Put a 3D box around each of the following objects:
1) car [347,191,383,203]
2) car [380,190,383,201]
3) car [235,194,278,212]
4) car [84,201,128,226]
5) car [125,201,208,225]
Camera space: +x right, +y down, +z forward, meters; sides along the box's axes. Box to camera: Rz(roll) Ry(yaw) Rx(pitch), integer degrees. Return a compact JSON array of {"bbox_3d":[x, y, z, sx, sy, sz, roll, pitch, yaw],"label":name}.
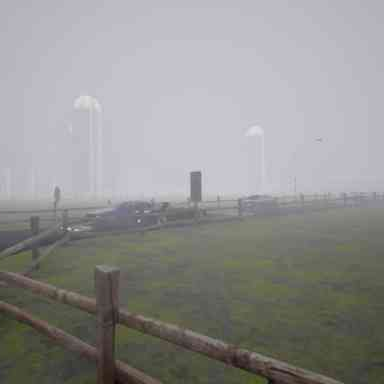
[{"bbox_3d":[21.155,0.625,40.100,5.357,1.411,2.033,-1,0,-42],"label":"car"},{"bbox_3d":[28.412,0.400,46.795,4.892,1.490,1.837,-1,0,-42],"label":"car"},{"bbox_3d":[5.843,0.961,30.035,4.892,1.490,1.837,-2,0,-42],"label":"car"},{"bbox_3d":[-3.988,1.254,21.050,5.357,1.411,2.033,-2,0,-43],"label":"car"},{"bbox_3d":[-1.245,1.249,19.704,4.718,1.301,1.895,-1,0,-42],"label":"car"}]
